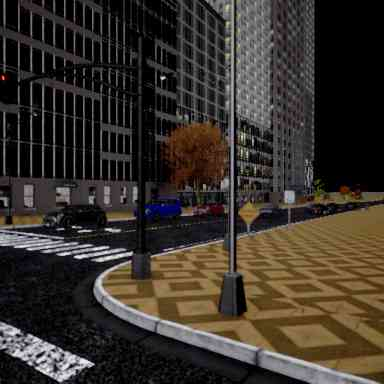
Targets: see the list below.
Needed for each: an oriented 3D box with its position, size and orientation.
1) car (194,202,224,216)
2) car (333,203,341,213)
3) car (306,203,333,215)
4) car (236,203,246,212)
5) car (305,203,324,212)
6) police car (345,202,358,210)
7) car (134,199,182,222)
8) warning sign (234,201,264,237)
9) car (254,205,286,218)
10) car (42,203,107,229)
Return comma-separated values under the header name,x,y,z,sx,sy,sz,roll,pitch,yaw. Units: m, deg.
name,x,y,z,sx,sy,sz,roll,pitch,yaw
car,2.129,1.984,40.378,2.097,1.767,4.553,0,-1,33
car,23.166,2.568,54.660,1.837,1.490,4.892,0,-1,33
car,17.764,2.392,46.272,1.837,1.490,4.892,0,-1,33
car,7.629,2.359,48.836,2.033,1.411,5.357,0,-1,33
car,21.418,2.636,57.940,2.033,1.411,5.357,0,-1,33
police car,31.586,2.732,65.790,1.930,1.638,5.238,0,-1,33
car,-3.171,1.678,32.166,2.150,2.045,5.566,0,-1,33
warning sign,3.165,1.450,18.528,1.300,1.860,1.060,1,1,33
car,9.612,2.252,39.599,2.033,1.411,5.357,0,-1,33
car,-8.390,1.637,24.075,2.097,1.767,4.553,0,-1,33
